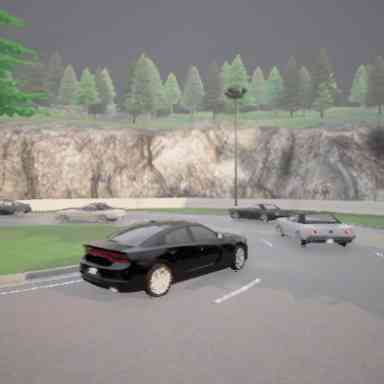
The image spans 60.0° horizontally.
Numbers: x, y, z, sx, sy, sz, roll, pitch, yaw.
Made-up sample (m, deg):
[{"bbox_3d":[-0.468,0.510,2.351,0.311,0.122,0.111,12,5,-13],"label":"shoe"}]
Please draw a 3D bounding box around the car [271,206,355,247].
[{"bbox_3d":[5.168,1.532,14.700,1.895,1.301,4.718,0,0,-1],"label":"car"}]

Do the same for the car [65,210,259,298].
[{"bbox_3d":[-0.417,1.453,8.671,1.882,1.535,5.008,1,1,41],"label":"car"}]

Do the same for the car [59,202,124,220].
[{"bbox_3d":[-8.156,1.551,27.342,4.718,1.301,1.895,0,0,2],"label":"car"}]

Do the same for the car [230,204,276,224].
[{"bbox_3d":[4.856,1.503,24.236,1.895,1.301,4.718,0,0,-35],"label":"car"}]

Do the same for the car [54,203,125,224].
[{"bbox_3d":[-7.323,1.559,23.810,4.718,1.301,1.895,0,0,8],"label":"car"}]

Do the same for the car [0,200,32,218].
[{"bbox_3d":[-16.403,1.474,28.402,4.902,1.511,2.128,-1,0,-27],"label":"car"}]
